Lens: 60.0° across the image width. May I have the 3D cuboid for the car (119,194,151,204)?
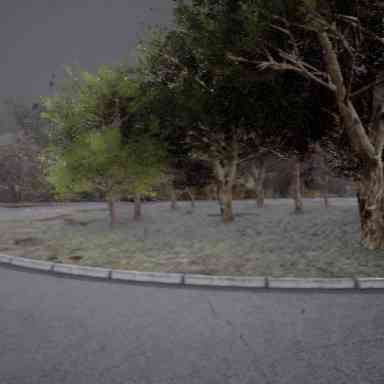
[{"bbox_3d":[-7.953,0.938,45.613,4.718,1.301,1.895,-1,1,-8],"label":"car"}]
